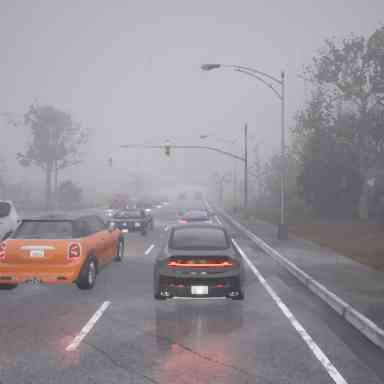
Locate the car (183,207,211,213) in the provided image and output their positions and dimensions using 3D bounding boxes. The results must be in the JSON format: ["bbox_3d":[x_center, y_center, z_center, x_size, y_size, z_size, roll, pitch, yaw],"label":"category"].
[{"bbox_3d":[0.253,1.526,17.450,1.812,1.442,4.674,0,0,3],"label":"car"}]

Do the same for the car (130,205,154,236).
[{"bbox_3d":[-3.250,1.601,18.400,1.895,1.301,4.718,0,0,0],"label":"car"}]

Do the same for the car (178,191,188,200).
[{"bbox_3d":[-2.247,1.013,75.204,1.837,1.490,4.892,0,3,1],"label":"car"}]

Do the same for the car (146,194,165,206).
[{"bbox_3d":[-6.183,1.478,56.943,1.882,1.535,5.008,0,0,1],"label":"car"}]

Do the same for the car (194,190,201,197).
[{"bbox_3d":[1.452,0.316,85.553,1.837,1.490,4.892,0,3,1],"label":"car"}]

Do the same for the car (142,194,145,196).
[{"bbox_3d":[-9.693,1.526,56.470,1.812,1.442,4.674,0,0,2],"label":"car"}]

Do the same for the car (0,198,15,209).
[{"bbox_3d":[-7.040,1.221,9.428,2.150,2.045,5.566,0,0,1],"label":"car"}]

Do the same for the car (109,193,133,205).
[{"bbox_3d":[-9.901,1.222,46.291,2.150,2.045,5.566,0,0,1],"label":"car"}]

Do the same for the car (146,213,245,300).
[{"bbox_3d":[0.160,1.505,8.375,1.837,1.490,4.892,0,0,1],"label":"car"}]

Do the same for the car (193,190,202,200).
[{"bbox_3d":[1.252,1.053,75.139,2.033,1.411,5.357,0,3,1],"label":"car"}]

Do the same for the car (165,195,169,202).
[{"bbox_3d":[-5.865,1.374,69.093,1.994,1.385,4.181,0,2,1],"label":"car"}]

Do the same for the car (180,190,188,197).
[{"bbox_3d":[-2.047,0.341,85.621,1.812,1.442,4.674,0,3,1],"label":"car"}]

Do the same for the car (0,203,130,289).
[{"bbox_3d":[-3.328,1.352,9.315,2.097,1.767,4.553,0,0,1],"label":"car"}]

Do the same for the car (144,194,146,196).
[{"bbox_3d":[-9.387,1.197,68.235,2.097,1.767,4.553,0,2,1],"label":"car"}]

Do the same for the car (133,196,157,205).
[{"bbox_3d":[-6.412,1.564,45.790,1.994,1.385,4.181,0,0,1],"label":"car"}]
